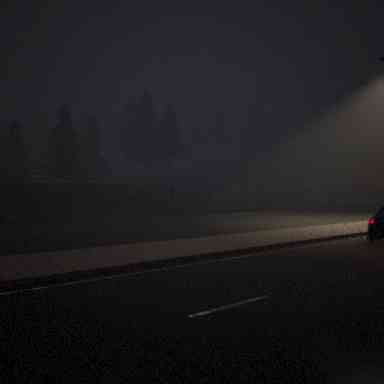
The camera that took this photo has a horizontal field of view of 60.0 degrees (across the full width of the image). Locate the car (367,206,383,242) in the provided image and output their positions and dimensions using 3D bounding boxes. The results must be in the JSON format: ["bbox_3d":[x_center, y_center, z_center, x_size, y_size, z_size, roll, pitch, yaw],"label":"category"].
[{"bbox_3d":[10.053,1.352,15.217,4.553,1.767,2.097,0,0,-36],"label":"car"}]
